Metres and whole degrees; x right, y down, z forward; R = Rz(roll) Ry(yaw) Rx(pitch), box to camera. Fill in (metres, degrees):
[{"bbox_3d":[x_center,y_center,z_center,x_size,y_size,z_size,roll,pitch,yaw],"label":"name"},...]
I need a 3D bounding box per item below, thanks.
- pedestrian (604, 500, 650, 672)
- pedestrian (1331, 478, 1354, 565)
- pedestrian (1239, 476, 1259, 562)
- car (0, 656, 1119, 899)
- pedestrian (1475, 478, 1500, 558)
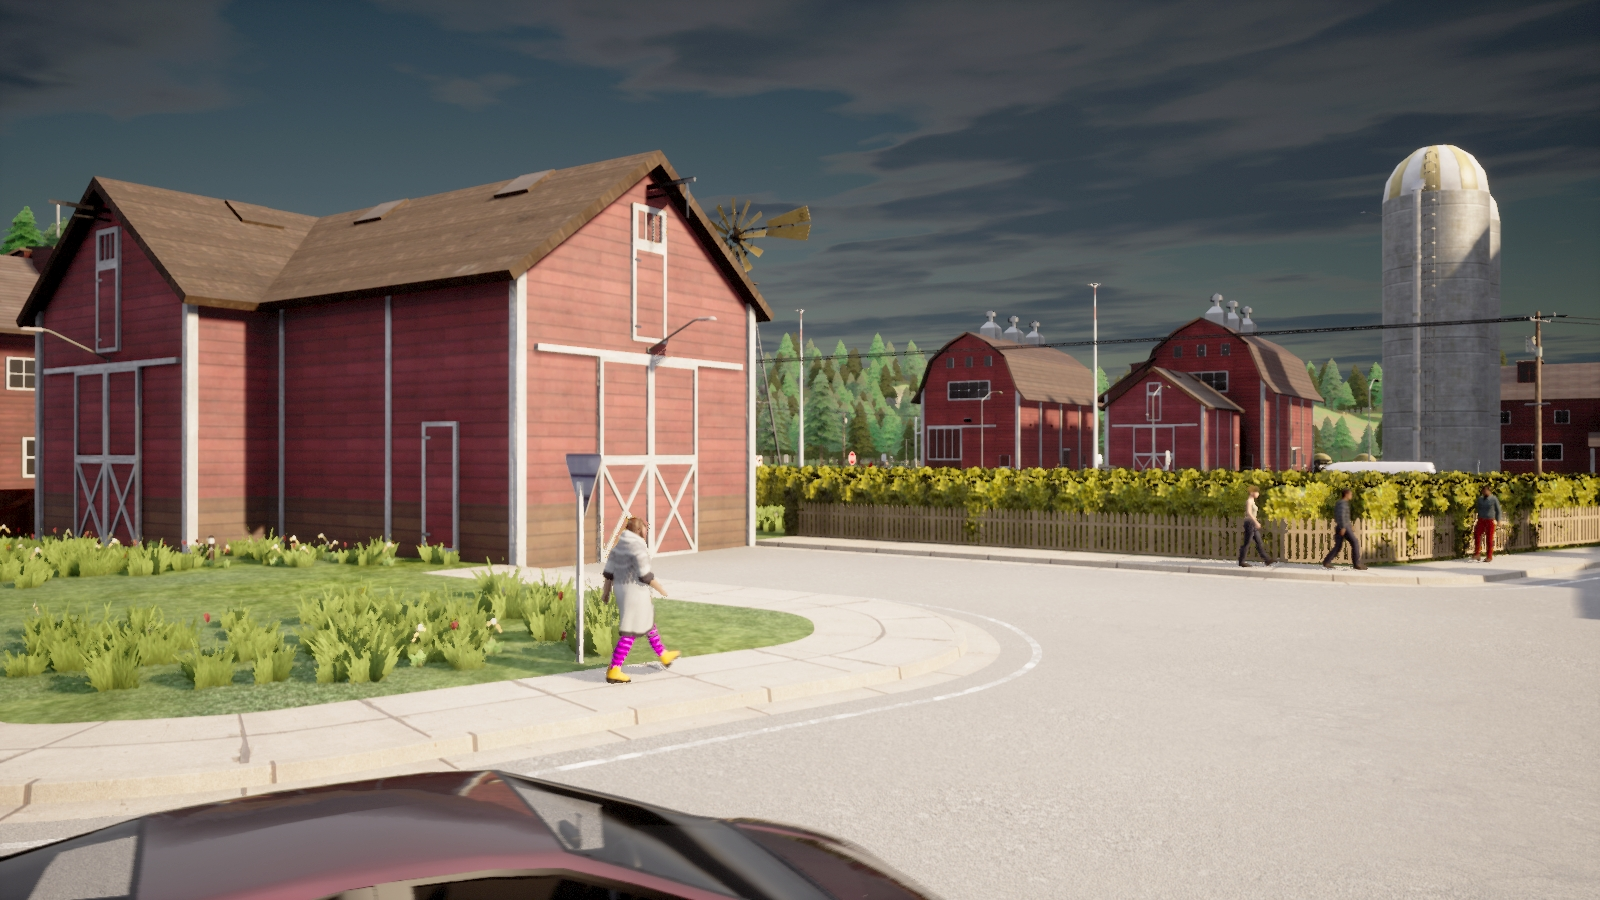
[{"bbox_3d":[-1.938,1.494,12.762,0.375,1.860,0.375,0,0,-37],"label":"pedestrian"},{"bbox_3d":[11.825,1.544,24.905,0.375,1.860,0.375,0,0,12],"label":"pedestrian"},{"bbox_3d":[9.913,1.517,25.208,0.375,1.860,0.375,0,0,26],"label":"pedestrian"},{"bbox_3d":[-1.287,1.860,4.056,4.514,1.525,2.007,0,1,-28],"label":"car"},{"bbox_3d":[16.311,1.604,27.116,0.375,1.860,0.375,0,0,-32],"label":"pedestrian"}]
